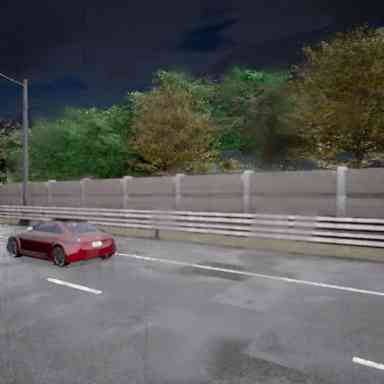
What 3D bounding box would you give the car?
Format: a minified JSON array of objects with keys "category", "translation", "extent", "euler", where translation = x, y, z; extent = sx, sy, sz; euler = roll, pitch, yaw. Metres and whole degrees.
[{"category":"car","translation":[-4.598,1.609,11.563],"extent":[4.181,1.385,1.994],"euler":[0,0,36]}]
